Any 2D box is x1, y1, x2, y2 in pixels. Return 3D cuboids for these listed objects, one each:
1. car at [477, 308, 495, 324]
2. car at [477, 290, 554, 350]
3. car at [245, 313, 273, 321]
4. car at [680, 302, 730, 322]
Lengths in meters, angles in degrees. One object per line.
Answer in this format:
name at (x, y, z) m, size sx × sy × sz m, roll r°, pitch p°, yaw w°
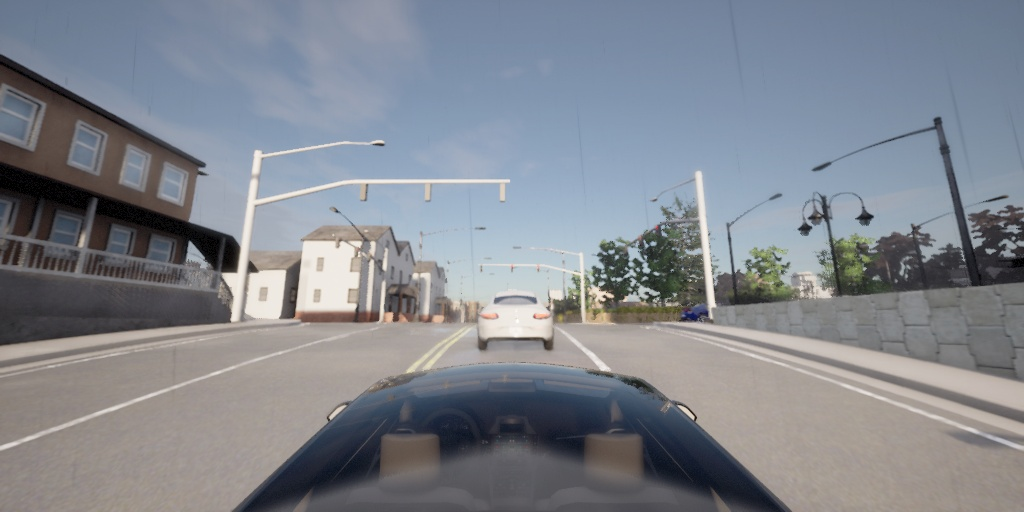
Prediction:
car at (-3.579, 8.467, 50.537) m, size 2.150 × 2.045 × 5.566 m, roll 0°, pitch -11°, yaw 0°
car at (0.091, 1.698, 10.092) m, size 1.812 × 1.442 × 4.674 m, roll 0°, pitch -6°, yaw 0°
car at (-20.138, 5.061, 25.883) m, size 5.566 × 2.045 × 2.150 m, roll -8°, pitch -10°, yaw -1°
car at (14.757, 4.099, 25.692) m, size 5.008 × 1.535 × 1.882 m, roll 0°, pitch -11°, yaw 1°
